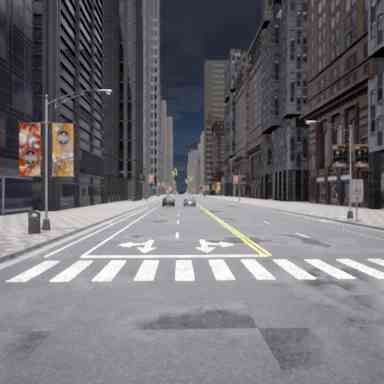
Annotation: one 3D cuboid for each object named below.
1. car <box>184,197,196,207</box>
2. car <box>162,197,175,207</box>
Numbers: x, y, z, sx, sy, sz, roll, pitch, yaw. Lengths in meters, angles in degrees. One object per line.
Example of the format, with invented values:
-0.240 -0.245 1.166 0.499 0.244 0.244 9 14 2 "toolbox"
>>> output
-0.380 1.512 51.880 2.128 1.511 4.902 0 0 -2 "car"
-3.628 1.495 51.765 1.882 1.535 5.008 0 0 -2 "car"
